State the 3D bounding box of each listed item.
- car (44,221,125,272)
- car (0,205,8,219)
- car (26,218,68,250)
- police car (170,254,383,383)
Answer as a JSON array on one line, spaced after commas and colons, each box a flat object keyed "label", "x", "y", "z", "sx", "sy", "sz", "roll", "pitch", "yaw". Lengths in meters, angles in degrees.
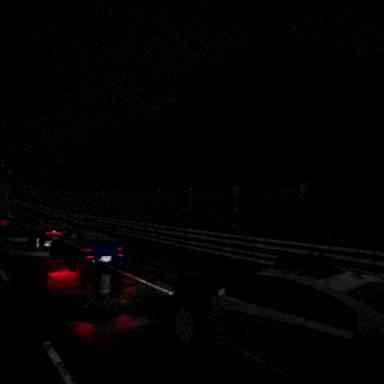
[{"label": "car", "x": -4.132, "y": 2.075, "z": 12.863, "sx": 1.812, "sy": 1.442, "sz": 4.674, "roll": 4, "pitch": -3, "yaw": -35}, {"label": "car", "x": -21.986, "y": 2.194, "z": 37.502, "sx": 1.812, "sy": 1.442, "sz": 4.674, "roll": 4, "pitch": -1, "yaw": -33}, {"label": "car", "x": -7.506, "y": 2.154, "z": 17.738, "sx": 1.837, "sy": 1.490, "sz": 4.892, "roll": 4, "pitch": -3, "yaw": -34}, {"label": "police car", "x": 1.491, "y": 1.746, "z": 4.872, "sx": 1.930, "sy": 1.638, "sz": 5.238, "roll": 4, "pitch": -4, "yaw": -35}]
